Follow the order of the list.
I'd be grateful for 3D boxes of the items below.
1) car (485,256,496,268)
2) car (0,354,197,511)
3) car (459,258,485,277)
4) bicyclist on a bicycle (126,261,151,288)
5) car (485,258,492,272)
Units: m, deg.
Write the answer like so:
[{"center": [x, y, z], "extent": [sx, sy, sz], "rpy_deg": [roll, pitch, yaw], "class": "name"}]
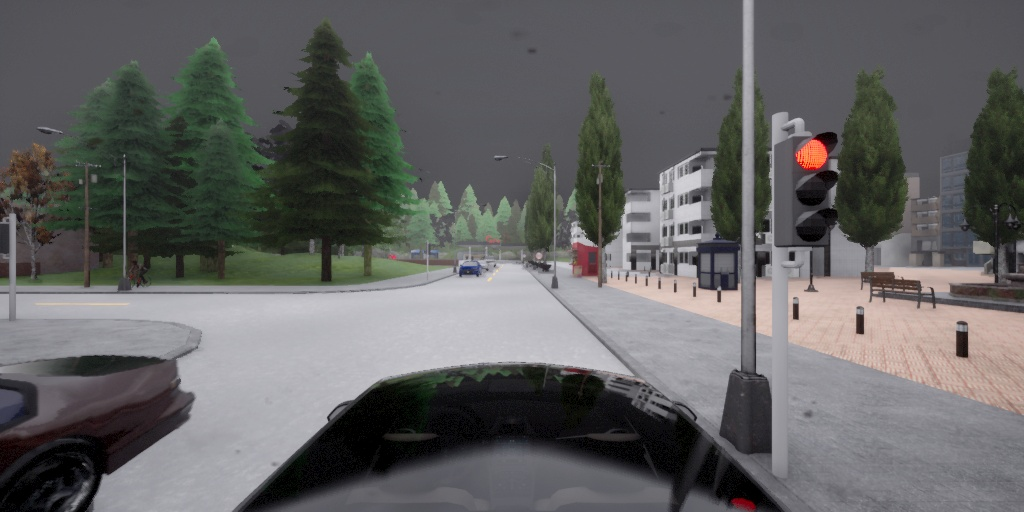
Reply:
[{"center": [-3.947, 0.969, 63.540], "extent": [2.150, 2.045, 5.566], "rpy_deg": [0, 0, 0], "class": "car"}, {"center": [-4.100, 1.297, 1.171], "extent": [2.033, 1.411, 5.357], "rpy_deg": [0, 0, 0], "class": "car"}, {"center": [-4.087, 1.228, 35.875], "extent": [1.882, 1.535, 5.008], "rpy_deg": [0, 0, 0], "class": "car"}, {"center": [-22.136, 1.099, 21.184], "extent": [0.582, 1.620, 1.656], "rpy_deg": [0, 0, 0], "class": "bicyclist on a bicycle"}, {"center": [-4.063, 1.276, 47.325], "extent": [1.812, 1.442, 4.674], "rpy_deg": [0, 0, 0], "class": "car"}]
